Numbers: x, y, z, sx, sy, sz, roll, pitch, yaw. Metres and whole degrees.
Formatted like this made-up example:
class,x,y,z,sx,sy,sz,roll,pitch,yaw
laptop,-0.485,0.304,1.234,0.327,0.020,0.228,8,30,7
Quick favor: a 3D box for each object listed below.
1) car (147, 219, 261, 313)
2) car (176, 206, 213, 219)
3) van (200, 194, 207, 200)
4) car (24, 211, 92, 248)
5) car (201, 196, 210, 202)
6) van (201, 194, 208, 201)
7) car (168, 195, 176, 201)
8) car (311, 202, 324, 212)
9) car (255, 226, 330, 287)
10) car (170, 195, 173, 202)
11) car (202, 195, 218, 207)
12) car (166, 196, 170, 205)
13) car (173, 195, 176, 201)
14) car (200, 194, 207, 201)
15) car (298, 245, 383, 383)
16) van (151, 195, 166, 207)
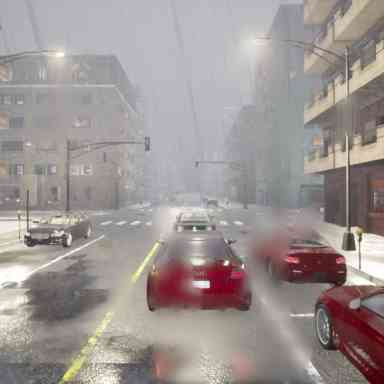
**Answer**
class,x,y,z,sx,sy,sz,roll,pitch,yaw
car,0.114,1.566,7.743,1.994,1.385,4.181,0,0,-1
car,0.119,1.604,16.560,1.895,1.301,4.718,0,0,0
van,3.215,1.350,92.409,1.690,1.788,3.998,1,0,0
car,-5.755,1.554,14.766,2.008,1.369,4.403,1,0,0
car,3.085,1.590,75.399,1.802,1.307,4.206,1,0,0
van,3.173,1.349,86.739,1.690,1.788,3.998,1,0,0
car,-5.210,1.554,86.826,1.887,1.381,4.507,1,0,0
car,15.584,1.518,36.901,4.507,1.381,1.887,0,-1,1
car,2.676,1.584,9.019,1.802,1.307,4.206,1,0,0
car,-5.376,1.448,64.144,1.967,1.590,4.097,1,0,0
car,3.014,1.558,51.141,2.008,1.369,4.403,1,0,0
car,-5.419,1.574,58.473,1.947,1.339,4.313,1,0,0
car,-5.294,1.575,75.485,1.947,1.339,4.313,1,0,0
car,3.044,1.558,69.729,2.008,1.369,4.403,1,0,0
car,2.671,1.583,3.348,1.802,1.307,4.206,1,0,0
van,-5.533,1.349,52.811,1.690,1.788,3.998,1,0,0
